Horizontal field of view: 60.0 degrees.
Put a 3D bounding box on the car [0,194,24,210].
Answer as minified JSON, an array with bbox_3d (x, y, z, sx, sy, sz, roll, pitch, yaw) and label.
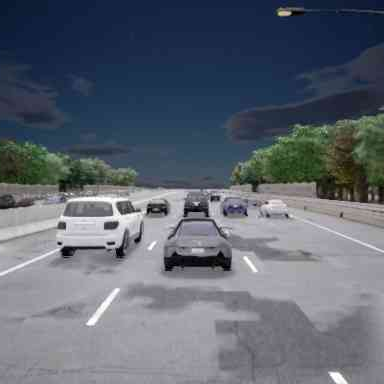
[{"bbox_3d":[-13.908,1.162,22.203,2.150,2.045,5.566,0,0,1],"label":"car"}]

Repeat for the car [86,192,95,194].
[{"bbox_3d":[-23.663,0.655,77.565,2.033,1.411,5.357,0,1,1],"label":"car"}]

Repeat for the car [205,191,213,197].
[{"bbox_3d":[4.442,0.535,86.332,1.812,1.442,4.674,0,1,1],"label":"car"}]

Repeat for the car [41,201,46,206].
[{"bbox_3d":[-17.161,1.269,41.879,1.812,1.442,4.674,0,1,1],"label":"car"}]

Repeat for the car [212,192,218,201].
[{"bbox_3d":[4.135,0.956,60.074,1.882,1.535,5.008,0,1,1],"label":"car"}]

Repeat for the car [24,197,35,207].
[{"bbox_3d":[-20.698,1.320,39.626,2.033,1.411,5.357,0,1,1],"label":"car"}]

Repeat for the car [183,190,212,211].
[{"bbox_3d":[0.383,1.099,30.036,2.150,2.045,5.566,0,1,1],"label":"car"}]

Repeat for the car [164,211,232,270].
[{"bbox_3d":[0.175,1.555,11.016,1.994,1.385,4.181,0,0,1],"label":"car"}]

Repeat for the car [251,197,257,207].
[{"bbox_3d":[7.451,1.290,41.696,2.033,1.411,5.357,0,1,1],"label":"car"}]

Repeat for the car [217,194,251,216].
[{"bbox_3d":[3.792,1.223,30.820,2.097,1.767,4.553,0,1,1],"label":"car"}]

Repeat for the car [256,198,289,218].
[{"bbox_3d":[7.167,1.412,29.158,1.812,1.442,4.674,0,0,2],"label":"car"}]

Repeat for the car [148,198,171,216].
[{"bbox_3d":[-3.101,1.341,31.423,1.882,1.535,5.008,0,1,1],"label":"car"}]

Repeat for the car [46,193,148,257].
[{"bbox_3d":[-3.310,1.207,12.980,2.150,2.045,5.566,0,0,1],"label":"car"}]
